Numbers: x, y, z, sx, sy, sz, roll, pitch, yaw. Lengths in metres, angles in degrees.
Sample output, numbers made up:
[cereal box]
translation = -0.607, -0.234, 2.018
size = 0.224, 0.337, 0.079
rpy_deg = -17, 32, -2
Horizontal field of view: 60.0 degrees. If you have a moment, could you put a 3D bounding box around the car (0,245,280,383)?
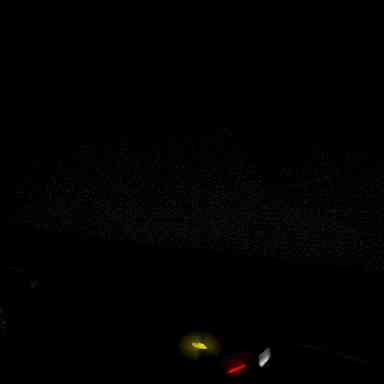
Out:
[car]
translation = -1.117, 1.527, 4.787
size = 4.674, 1.442, 1.812
rpy_deg = 0, 0, 35
